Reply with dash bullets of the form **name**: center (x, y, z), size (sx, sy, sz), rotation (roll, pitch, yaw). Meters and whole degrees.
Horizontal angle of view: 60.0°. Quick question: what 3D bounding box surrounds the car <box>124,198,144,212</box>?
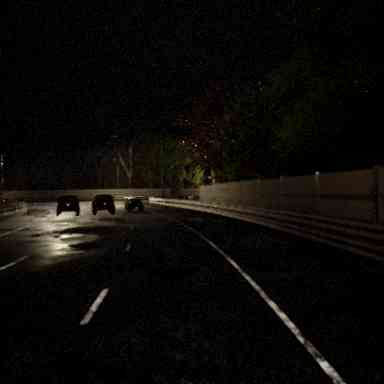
- **car**: center (-6.960, 1.552, 40.020), size (1.837, 1.490, 4.892), rotation (0, 0, -16)

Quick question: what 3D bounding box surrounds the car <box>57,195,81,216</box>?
- **car**: center (-12.821, 1.337, 34.612), size (2.150, 2.045, 5.566), rotation (0, 0, -19)

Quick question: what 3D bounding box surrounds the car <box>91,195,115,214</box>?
- **car**: center (-9.812, 1.303, 36.569), size (2.150, 2.045, 5.566), rotation (0, 0, -20)
